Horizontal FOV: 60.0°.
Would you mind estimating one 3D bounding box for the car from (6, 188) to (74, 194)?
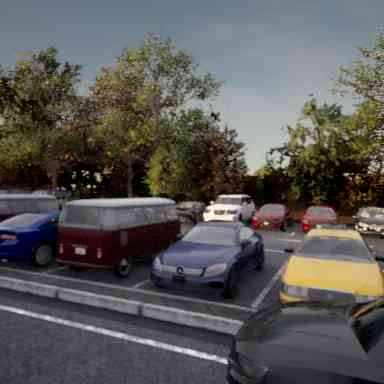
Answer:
[{"bbox_3d":[-12.580,0.785,28.901,2.435,2.045,5.566,2,0,24],"label":"car"}]

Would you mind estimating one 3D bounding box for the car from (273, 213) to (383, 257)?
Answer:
[{"bbox_3d":[3.177,1.529,7.504,1.946,1.575,5.366,1,0,24],"label":"car"}]

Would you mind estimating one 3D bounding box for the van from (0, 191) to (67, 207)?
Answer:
[{"bbox_3d":[-7.055,1.052,12.082,1.878,1.987,4.442,1,0,24],"label":"van"}]

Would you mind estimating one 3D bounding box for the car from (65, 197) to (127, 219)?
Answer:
[{"bbox_3d":[-7.503,1.220,26.664,2.163,1.488,4.792,2,0,24],"label":"car"}]

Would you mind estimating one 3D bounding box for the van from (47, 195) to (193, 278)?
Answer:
[{"bbox_3d":[-1.827,1.181,10.037,1.878,1.987,4.442,1,0,24],"label":"van"}]

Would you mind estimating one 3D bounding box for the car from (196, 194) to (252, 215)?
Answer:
[{"bbox_3d":[2.662,1.202,22.193,2.435,2.045,5.566,1,0,24],"label":"car"}]

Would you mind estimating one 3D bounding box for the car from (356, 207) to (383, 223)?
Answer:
[{"bbox_3d":[10.290,1.642,18.873,2.231,1.521,4.892,1,0,24],"label":"car"}]

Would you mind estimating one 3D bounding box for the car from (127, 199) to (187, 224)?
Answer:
[{"bbox_3d":[-2.415,1.325,24.451,2.097,1.535,5.008,2,0,24],"label":"car"}]

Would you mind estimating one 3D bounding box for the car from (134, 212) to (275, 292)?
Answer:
[{"bbox_3d":[0.686,1.509,8.805,2.002,1.452,4.674,1,0,24],"label":"car"}]

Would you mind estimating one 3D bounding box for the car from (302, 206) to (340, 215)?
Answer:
[{"bbox_3d":[7.750,1.578,19.990,2.097,1.535,5.008,1,0,24],"label":"car"}]

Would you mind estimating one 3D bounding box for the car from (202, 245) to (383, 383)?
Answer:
[{"bbox_3d":[2.702,1.561,2.716,4.892,1.490,1.837,2,0,24],"label":"car"}]

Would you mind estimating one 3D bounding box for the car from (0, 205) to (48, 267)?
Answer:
[{"bbox_3d":[-4.446,1.343,11.055,2.097,1.535,5.008,1,0,24],"label":"car"}]

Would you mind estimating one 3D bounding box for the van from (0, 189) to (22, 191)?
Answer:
[{"bbox_3d":[-9.524,0.985,13.424,1.878,1.987,4.442,2,0,24],"label":"van"}]

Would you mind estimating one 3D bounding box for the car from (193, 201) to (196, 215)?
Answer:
[{"bbox_3d":[0.126,1.392,23.332,2.231,1.521,4.892,1,0,24],"label":"car"}]

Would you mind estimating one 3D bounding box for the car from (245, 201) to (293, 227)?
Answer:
[{"bbox_3d":[5.210,1.516,21.107,2.097,1.535,5.008,1,0,24],"label":"car"}]

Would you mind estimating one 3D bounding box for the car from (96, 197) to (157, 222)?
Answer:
[{"bbox_3d":[-4.880,1.256,25.743,1.946,1.575,5.366,2,0,24],"label":"car"}]
